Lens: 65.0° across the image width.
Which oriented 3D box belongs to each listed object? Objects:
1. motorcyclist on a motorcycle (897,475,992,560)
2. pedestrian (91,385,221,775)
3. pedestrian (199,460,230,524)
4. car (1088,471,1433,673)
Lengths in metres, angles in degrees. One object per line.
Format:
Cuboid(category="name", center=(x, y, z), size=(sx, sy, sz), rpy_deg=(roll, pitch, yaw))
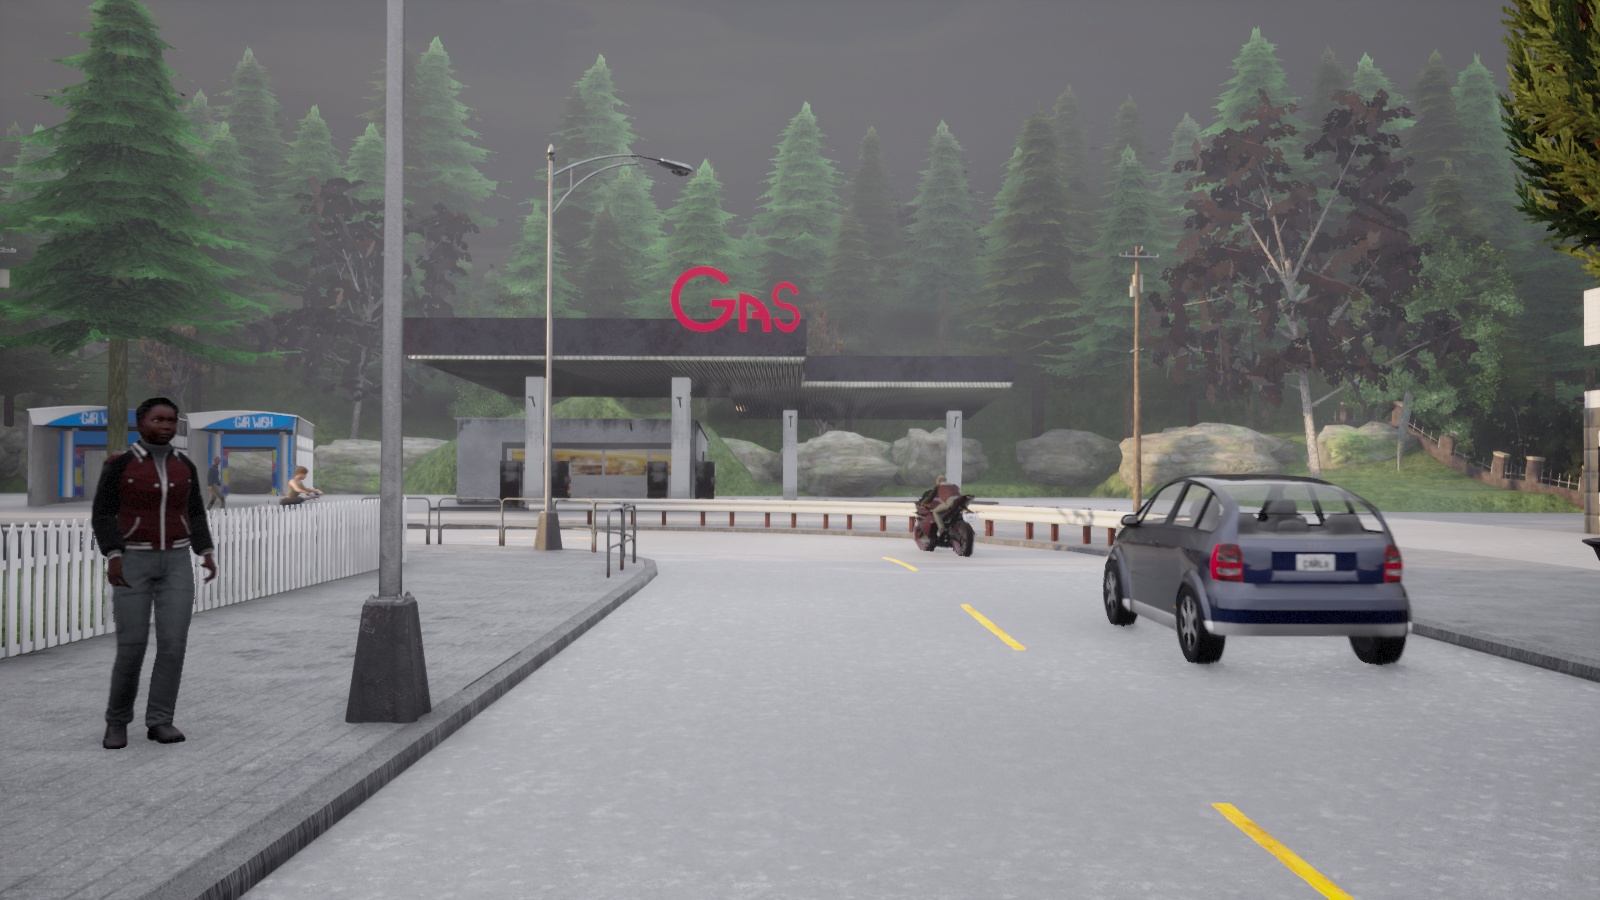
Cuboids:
Cuboid(category="motorcyclist on a motorcycle", center=(2.726, 1.244, 23.985), size=(0.866, 1.530, 2.191), rpy_deg=(-1, -1, -21))
Cuboid(category="pedestrian", center=(-3.385, 0.649, 6.595), size=(0.666, 1.930, 0.402), rpy_deg=(-1, -1, 43))
Cuboid(category="pedestrian", center=(-16.900, 1.202, 36.269), size=(0.726, 1.842, 0.402), rpy_deg=(0, -1, -8))
Cuboid(category="car", center=(3.975, 0.972, 11.540), size=(1.789, 1.549, 3.705), rpy_deg=(0, -1, 0))
